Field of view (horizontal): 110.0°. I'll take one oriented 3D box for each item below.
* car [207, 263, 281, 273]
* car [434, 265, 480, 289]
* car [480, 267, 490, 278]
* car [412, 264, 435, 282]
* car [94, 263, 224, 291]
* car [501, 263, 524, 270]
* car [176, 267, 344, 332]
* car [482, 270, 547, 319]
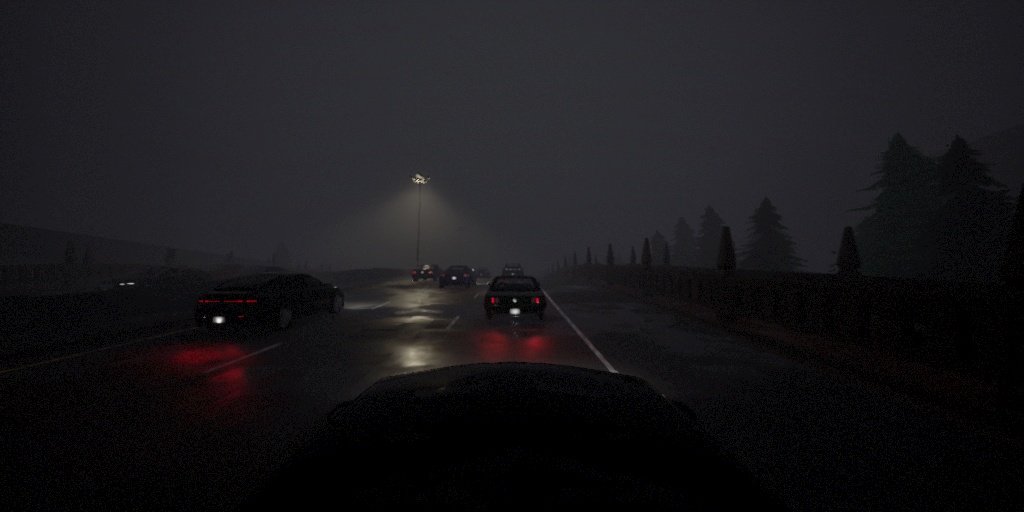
[{"bbox_3d":[-14.099,1.253,20.100,1.812,1.442,4.674,0,0,0],"label":"car"},{"bbox_3d":[-3.422,1.294,23.187,1.994,1.385,4.181,0,0,0],"label":"car"},{"bbox_3d":[-3.442,2.046,42.414,1.812,1.442,4.674,0,-4,0],"label":"car"},{"bbox_3d":[-6.930,1.406,30.216,2.033,1.411,5.357,0,-2,0],"label":"car"},{"bbox_3d":[-17.602,1.225,17.932,2.128,1.511,4.902,0,0,0],"label":"car"},{"bbox_3d":[0.069,1.406,31.913,2.128,1.511,4.902,0,-2,0],"label":"car"},{"bbox_3d":[-6.908,1.245,10.867,1.837,1.490,4.892,0,0,0],"label":"car"},{"bbox_3d":[0.089,1.336,12.766,1.895,1.301,4.718,0,0,0],"label":"car"}]
